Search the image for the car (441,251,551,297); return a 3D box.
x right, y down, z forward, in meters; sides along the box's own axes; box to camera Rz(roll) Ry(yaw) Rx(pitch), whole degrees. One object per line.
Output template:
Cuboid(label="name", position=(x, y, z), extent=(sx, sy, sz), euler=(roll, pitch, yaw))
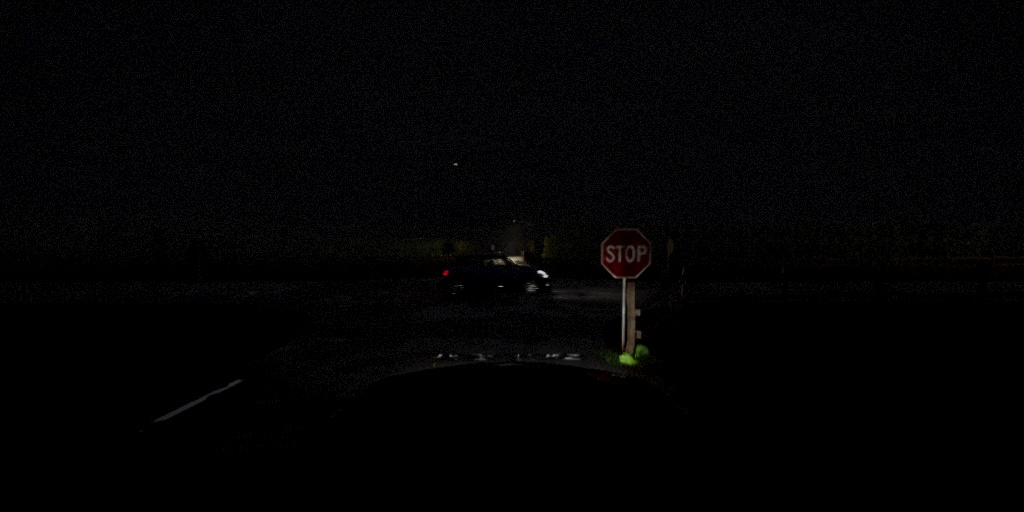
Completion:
Cuboid(label="car", position=(-0.638, 0.722, 15.382), extent=(4.553, 1.767, 2.097), euler=(0, 1, 0))
